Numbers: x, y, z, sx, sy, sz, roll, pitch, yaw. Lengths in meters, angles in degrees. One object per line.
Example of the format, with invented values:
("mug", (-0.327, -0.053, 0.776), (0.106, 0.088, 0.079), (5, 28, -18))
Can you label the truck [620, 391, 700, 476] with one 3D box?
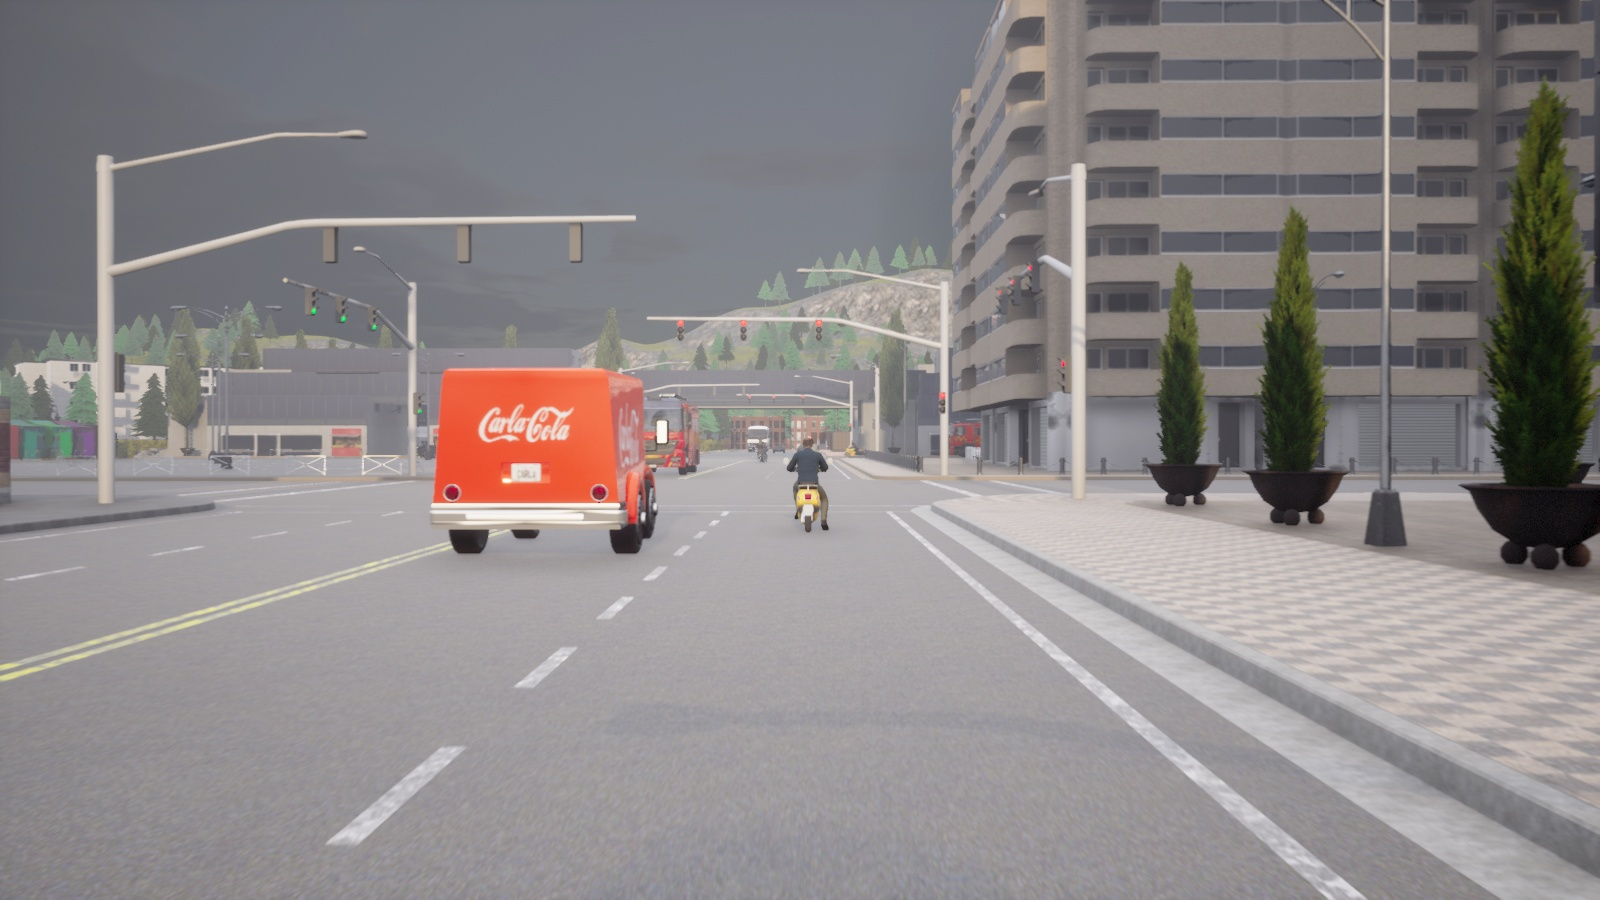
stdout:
("truck", (-6.638, -0.766, 60.823), (2.891, 3.827, 8.468), (0, 0, 0))

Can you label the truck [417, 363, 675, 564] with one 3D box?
("truck", (-3.382, 0.155, 18.026), (2.627, 2.467, 5.204), (0, 0, 0))

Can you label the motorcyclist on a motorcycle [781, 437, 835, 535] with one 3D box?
("motorcyclist on a motorcycle", (0.137, 0.580, 21.347), (0.866, 1.590, 1.817), (0, 0, 0))
